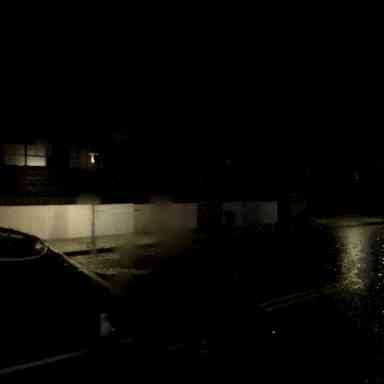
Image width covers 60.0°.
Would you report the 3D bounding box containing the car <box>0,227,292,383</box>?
[{"bbox_3d":[-1.766,1.219,2.177,5.566,2.045,2.150,0,0,-36],"label":"car"}]
